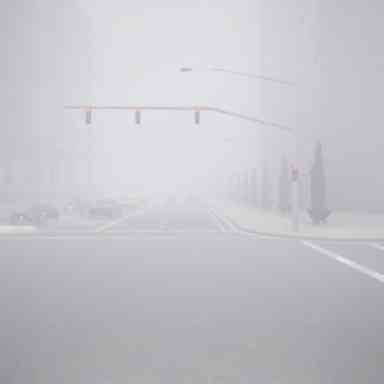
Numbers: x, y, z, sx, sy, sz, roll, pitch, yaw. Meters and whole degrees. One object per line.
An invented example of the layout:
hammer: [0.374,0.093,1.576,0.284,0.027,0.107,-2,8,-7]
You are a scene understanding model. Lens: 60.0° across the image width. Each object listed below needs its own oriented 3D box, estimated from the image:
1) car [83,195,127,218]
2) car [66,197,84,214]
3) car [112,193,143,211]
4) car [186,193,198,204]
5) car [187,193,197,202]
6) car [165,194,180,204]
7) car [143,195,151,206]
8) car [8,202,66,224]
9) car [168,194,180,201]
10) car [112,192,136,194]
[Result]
car: [-7.079,1.267,27.653,1.882,1.535,5.008,0,0,0]
car: [-10.590,1.252,31.544,2.128,1.511,4.902,0,0,0]
car: [-7.074,1.197,36.919,1.882,1.535,5.008,0,0,0]
car: [-0.006,1.062,54.576,1.882,1.535,5.008,0,0,0]
car: [-0.007,0.990,63.971,1.882,1.535,5.008,0,0,0]
car: [-3.405,1.134,54.394,2.033,1.411,5.357,0,0,0]
car: [-7.049,1.185,47.581,2.033,1.411,5.357,0,0,1]
car: [-10.601,1.392,22.676,1.994,1.385,4.181,0,0,1]
car: [-3.507,1.070,64.826,1.994,1.385,4.181,0,0,0]
car: [-10.521,1.150,52.294,2.033,1.411,5.357,0,0,1]
